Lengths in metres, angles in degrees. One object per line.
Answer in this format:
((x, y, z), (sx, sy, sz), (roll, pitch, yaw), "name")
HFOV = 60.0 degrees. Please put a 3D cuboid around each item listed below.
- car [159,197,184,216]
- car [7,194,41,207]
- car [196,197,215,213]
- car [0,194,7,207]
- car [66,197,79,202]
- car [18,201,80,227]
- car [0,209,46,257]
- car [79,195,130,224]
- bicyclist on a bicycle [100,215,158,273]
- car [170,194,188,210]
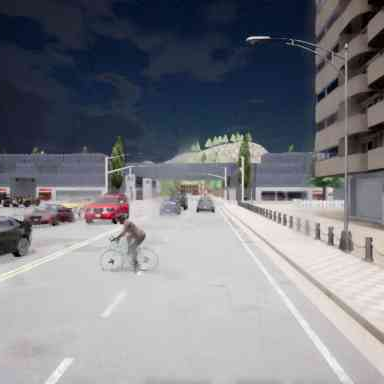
((-2.111, 1.526, 32.912), (1.812, 1.442, 4.674), (0, 0, 2), "car")
((-22.748, 1.153, 45.727), (1.932, 1.855, 4.605), (0, 0, 3), "car")
((1.523, 1.564, 37.033), (1.994, 1.385, 4.181), (0, 0, 4), "car")
((-25.636, 1.156, 45.912), (1.905, 1.878, 3.866), (0, 0, 3), "car")
((-9.442, 1.132, 27.578), (1.882, 1.535, 5.008), (0, 0, 2), "car")
((-9.724, 1.564, 22.923), (1.994, 1.385, 4.181), (0, 0, 3), "car")
((-6.765, 1.492, 10.119), (2.128, 1.511, 4.902), (0, 0, 2), "car")
((-6.144, 1.222, 24.844), (2.150, 2.045, 5.566), (0, 0, 2), "car")
((-1.763, 1.454, 9.243), (1.656, 1.620, 0.582), (-2, 0, 2), "bicyclist on a bicycle")
((-1.721, 1.221, 42.577), (2.150, 2.045, 5.566), (0, 0, 3), "car")
